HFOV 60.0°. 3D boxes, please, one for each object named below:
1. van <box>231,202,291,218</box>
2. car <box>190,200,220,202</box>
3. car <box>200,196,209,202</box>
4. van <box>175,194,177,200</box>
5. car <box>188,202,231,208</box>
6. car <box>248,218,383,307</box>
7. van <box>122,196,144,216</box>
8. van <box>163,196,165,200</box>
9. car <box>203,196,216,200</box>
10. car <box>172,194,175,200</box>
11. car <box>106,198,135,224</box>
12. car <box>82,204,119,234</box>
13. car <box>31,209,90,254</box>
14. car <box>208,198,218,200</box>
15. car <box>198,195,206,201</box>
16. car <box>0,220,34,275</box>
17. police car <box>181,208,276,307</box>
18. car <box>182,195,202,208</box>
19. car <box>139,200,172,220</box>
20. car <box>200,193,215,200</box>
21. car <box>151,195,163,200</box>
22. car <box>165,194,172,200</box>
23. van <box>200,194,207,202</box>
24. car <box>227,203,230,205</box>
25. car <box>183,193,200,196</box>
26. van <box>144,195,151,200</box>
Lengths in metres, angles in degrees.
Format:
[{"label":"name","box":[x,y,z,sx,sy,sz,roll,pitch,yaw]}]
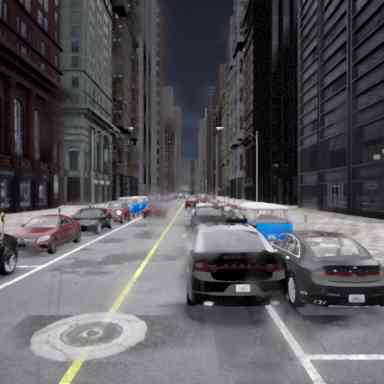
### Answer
[{"label":"van","box":[2.765,1.343,13.392,1.690,1.788,3.998,0,0,0]},{"label":"car","box":[0.907,1.532,24.142,1.812,1.442,4.674,0,0,0]},{"label":"car","box":[2.782,1.587,75.561,1.752,1.417,4.829,0,0,0]},{"label":"van","box":[-5.739,1.431,92.291,1.690,1.788,3.998,0,0,0]},{"label":"car","box":[0.843,1.509,18.142,1.837,1.490,4.892,0,0,0]},{"label":"car","box":[2.763,1.551,7.756,2.008,1.369,4.403,0,0,0]},{"label":"van","box":[-5.756,1.352,30.288,1.690,1.788,3.998,0,0,0]},{"label":"van","box":[-5.750,1.372,52.833,1.690,1.788,3.998,0,0,0]},{"label":"car","box":[2.773,1.564,41.573,1.887,1.381,4.507,0,0,0]},{"label":"car","box":[-5.742,1.637,81.017,1.947,1.339,4.313,0,0,0]},{"label":"car","box":[-5.757,1.447,24.652,1.967,1.590,4.097,0,0,0]},{"label":"car","box":[-5.759,1.570,19.015,1.947,1.339,4.313,0,0,0]},{"label":"car","box":[-5.760,1.584,13.378,1.802,1.307,4.206,0,0,0]},{"label":"car","box":[2.769,1.561,30.301,2.008,1.369,4.403,0,0,0]},{"label":"car","box":[2.786,1.530,92.300,1.967,1.590,4.097,0,0,0]},{"label":"car","box":[-5.762,1.566,7.741,1.947,1.339,4.313,0,0,0]},{"label":"police car","box":[0.779,1.427,8.225,1.930,1.638,5.238,0,0,-2]},{"label":"car","box":[0.025,1.501,45.693,1.882,1.535,5.008,0,0,0]},{"label":"car","box":[-3.093,1.610,28.717,1.895,1.301,4.718,0,0,0]},{"label":"car","box":[2.775,1.346,52.846,2.192,1.841,5.009,0,0,0]},{"label":"car","box":[-5.751,1.340,47.197,2.192,1.841,5.009,0,0,0]},{"label":"car","box":[-5.745,1.598,69.744,1.887,1.381,4.507,0,0,0]},{"label":"van","box":[2.783,1.412,81.027,1.690,1.788,3.998,0,0,0]},{"label":"car","box":[2.766,1.554,19.029,2.008,1.369,4.403,0,0,0]},{"label":"car","box":[0.017,1.390,59.187,2.097,1.767,4.553,0,0,0]},{"label":"van","box":[-5.754,1.356,35.924,1.690,1.788,3.998,0,0,0]}]
